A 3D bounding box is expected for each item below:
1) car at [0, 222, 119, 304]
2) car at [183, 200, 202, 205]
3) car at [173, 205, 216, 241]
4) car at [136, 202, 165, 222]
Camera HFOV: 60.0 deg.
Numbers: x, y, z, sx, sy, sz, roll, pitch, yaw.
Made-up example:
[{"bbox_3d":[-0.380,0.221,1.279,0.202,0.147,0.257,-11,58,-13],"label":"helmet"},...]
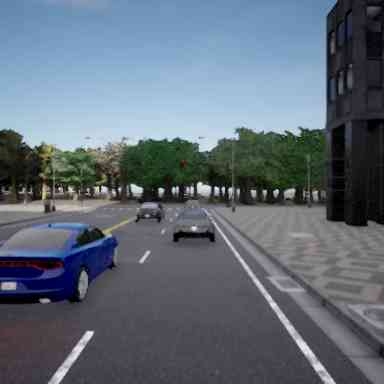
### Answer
[{"bbox_3d":[-3.153,1.477,8.208,1.882,1.535,5.008,0,0,0],"label":"car"},{"bbox_3d":[0.087,1.505,34.133,2.033,1.411,5.357,0,0,0],"label":"car"},{"bbox_3d":[0.093,1.557,16.535,1.994,1.385,4.181,0,0,0],"label":"car"},{"bbox_3d":[-3.143,1.501,25.755,1.812,1.442,4.674,0,0,0],"label":"car"}]
